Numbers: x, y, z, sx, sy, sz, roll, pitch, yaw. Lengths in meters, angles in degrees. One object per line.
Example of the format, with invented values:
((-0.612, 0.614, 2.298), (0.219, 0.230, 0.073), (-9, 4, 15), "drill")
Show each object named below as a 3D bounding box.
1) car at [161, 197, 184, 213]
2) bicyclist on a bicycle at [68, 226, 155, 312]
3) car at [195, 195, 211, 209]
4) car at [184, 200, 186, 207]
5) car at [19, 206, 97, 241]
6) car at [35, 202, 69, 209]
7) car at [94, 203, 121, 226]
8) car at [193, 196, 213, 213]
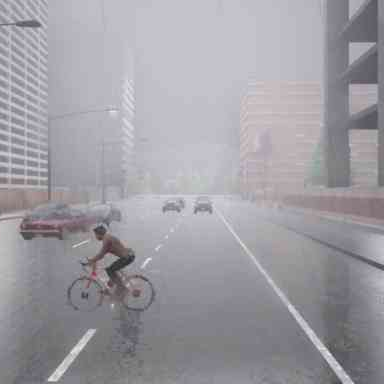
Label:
((-2.240, 1.526, 37.695), (1.812, 1.442, 4.674), (0, 0, 2), "car")
((-1.533, 1.455, 6.213), (1.656, 1.620, 0.582), (-2, 0, 2), "bicyclist on a bicycle")
((1.557, 1.352, 47.265), (2.097, 1.767, 4.553), (0, 0, 2), "car")
((-1.950, 1.505, 47.036), (1.837, 1.490, 4.892), (0, 0, 2), "car")
((-6.606, 1.601, 16.718), (1.895, 1.301, 4.718), (0, 0, 2), "car")
((-9.888, 1.506, 23.287), (1.837, 1.490, 4.892), (0, 0, 2), "car")
((-6.293, 1.546, 23.602), (1.812, 1.442, 4.674), (0, 0, 2), "car")
((1.209, 1.526, 36.086), (1.812, 1.442, 4.674), (0, 0, 2), "car")
